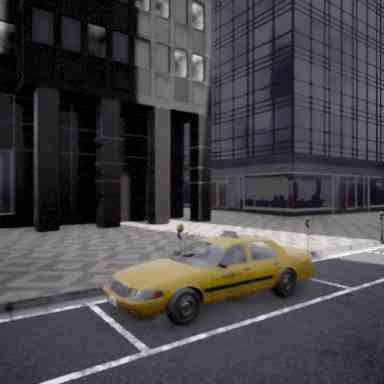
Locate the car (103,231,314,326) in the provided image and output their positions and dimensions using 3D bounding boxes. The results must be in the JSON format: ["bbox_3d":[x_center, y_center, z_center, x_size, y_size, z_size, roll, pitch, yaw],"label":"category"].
[{"bbox_3d":[0.613,1.543,7.087,4.829,1.417,1.752,0,0,-35],"label":"car"}]
